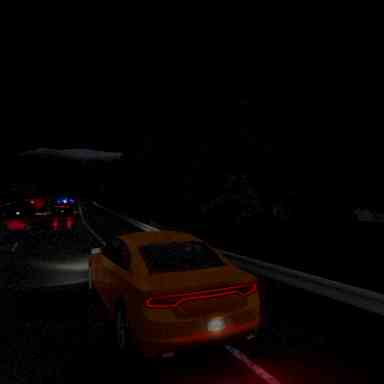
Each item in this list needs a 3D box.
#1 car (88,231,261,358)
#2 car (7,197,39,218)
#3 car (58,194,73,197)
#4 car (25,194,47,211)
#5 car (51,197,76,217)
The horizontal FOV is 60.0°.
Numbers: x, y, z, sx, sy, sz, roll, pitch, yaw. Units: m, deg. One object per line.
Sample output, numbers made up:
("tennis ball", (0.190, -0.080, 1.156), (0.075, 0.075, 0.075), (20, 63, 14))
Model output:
("car", (-0.749, 1.478, 6.316), (1.882, 1.535, 5.008), (0, 0, -25))
("car", (-15.343, 1.520, 30.037), (1.837, 1.490, 4.892), (0, 0, -20))
("car", (-15.674, 1.236, 41.354), (2.150, 2.045, 5.566), (0, 0, -19))
("car", (-18.825, 1.240, 39.922), (2.150, 2.045, 5.566), (0, 0, -19))
("car", (-12.187, 1.503, 31.475), (2.128, 1.511, 4.902), (0, 0, -19))
